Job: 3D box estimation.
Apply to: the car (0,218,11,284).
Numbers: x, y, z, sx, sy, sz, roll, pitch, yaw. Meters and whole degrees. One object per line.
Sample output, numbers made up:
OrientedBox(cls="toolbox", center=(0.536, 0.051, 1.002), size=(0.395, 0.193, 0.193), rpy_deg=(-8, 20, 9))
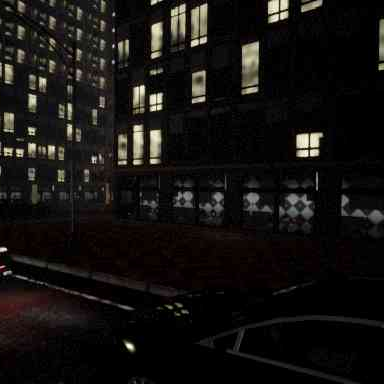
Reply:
OrientedBox(cls="car", center=(-6.346, 1.487, 8.185), size=(4.902, 1.511, 2.128), rpy_deg=(0, 0, 36))

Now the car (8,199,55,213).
OrientedBox(cls="car", center=(-19.144, 1.642, 39.917), size=(1.752, 1.417, 4.829), rpy_deg=(1, 0, 36))

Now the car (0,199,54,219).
OrientedBox(cls="car", center=(-15.636, 1.519, 30.546), size=(2.192, 1.841, 5.009), rpy_deg=(1, 0, 36))

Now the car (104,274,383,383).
OrientedBox(cls="car", center=(1.335, 1.491, 2.728), size=(4.902, 1.511, 2.128), rpy_deg=(0, 0, 35))

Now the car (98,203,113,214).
OrientedBox(cls="car", center=(-8.849, 1.830, 39.766), size=(1.752, 1.417, 4.829), rpy_deg=(1, 0, 36))
